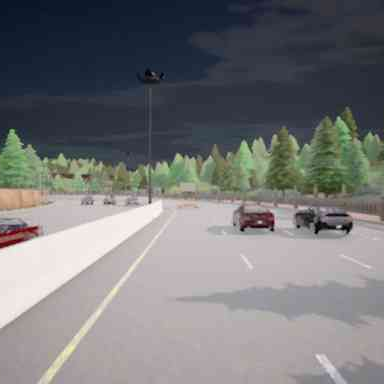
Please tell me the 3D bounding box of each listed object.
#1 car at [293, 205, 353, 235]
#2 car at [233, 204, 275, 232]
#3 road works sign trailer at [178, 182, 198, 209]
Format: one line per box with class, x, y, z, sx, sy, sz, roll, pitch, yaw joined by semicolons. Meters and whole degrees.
car;7.107;1.465;18.509;2.128;1.511;4.902;0;0;0
car;3.608;1.449;20.115;1.882;1.535;5.008;0;0;0
road works sign trailer;-0.581;0.402;44.362;2.380;3.560;2.880;0;0;-10
